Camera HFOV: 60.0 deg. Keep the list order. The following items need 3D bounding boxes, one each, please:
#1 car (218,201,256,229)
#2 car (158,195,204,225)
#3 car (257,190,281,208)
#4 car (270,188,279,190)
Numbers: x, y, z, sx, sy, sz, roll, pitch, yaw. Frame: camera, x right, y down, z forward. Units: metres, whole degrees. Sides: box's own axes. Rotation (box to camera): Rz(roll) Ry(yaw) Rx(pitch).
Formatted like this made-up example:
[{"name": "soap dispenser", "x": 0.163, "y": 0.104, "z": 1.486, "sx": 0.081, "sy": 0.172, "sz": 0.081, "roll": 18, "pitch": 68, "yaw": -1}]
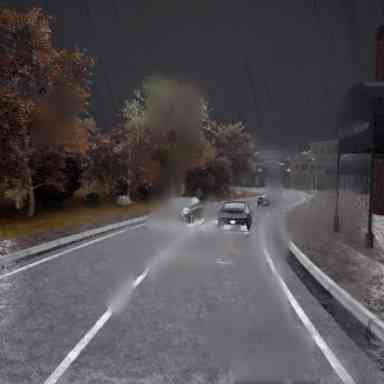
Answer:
[{"name": "car", "x": 2.720, "y": 1.308, "z": 20.010, "sx": 1.837, "sy": 1.490, "sz": 4.892, "roll": 1, "pitch": 1, "yaw": 13}, {"name": "car", "x": -0.618, "y": 1.062, "z": 21.871, "sx": 2.097, "sy": 1.767, "sz": 4.553, "roll": 1, "pitch": 1, "yaw": 15}, {"name": "car", "x": 8.748, "y": 0.962, "z": 37.618, "sx": 1.882, "sy": 1.535, "sz": 5.008, "roll": 2, "pitch": 2, "yaw": 23}, {"name": "car", "x": 15.104, "y": 0.132, "z": 61.316, "sx": 2.097, "sy": 1.767, "sz": 4.553, "roll": 2, "pitch": 2, "yaw": 20}]
